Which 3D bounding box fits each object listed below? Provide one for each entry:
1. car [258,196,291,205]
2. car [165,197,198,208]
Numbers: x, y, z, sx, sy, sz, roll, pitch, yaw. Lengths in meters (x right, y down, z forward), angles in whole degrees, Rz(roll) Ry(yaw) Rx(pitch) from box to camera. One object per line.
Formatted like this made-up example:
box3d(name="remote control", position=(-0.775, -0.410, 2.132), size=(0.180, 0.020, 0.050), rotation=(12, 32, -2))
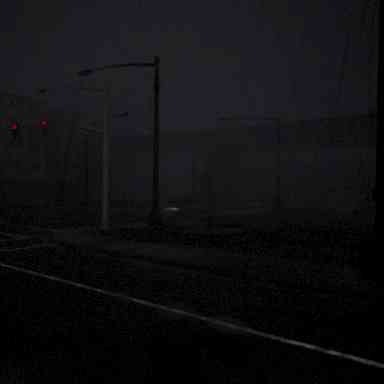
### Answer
box3d(name="car", position=(13.880, 1.455, 55.702), size=(5.357, 1.411, 2.033), rotation=(1, 1, -15))
box3d(name="car", position=(-1.278, 1.326, 44.430), size=(2.033, 1.411, 5.357), rotation=(1, 1, 33))
